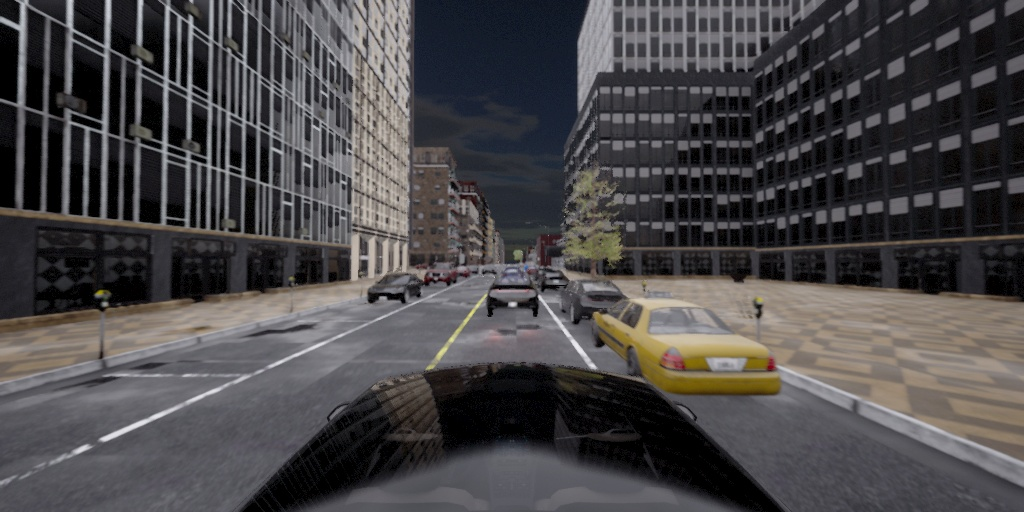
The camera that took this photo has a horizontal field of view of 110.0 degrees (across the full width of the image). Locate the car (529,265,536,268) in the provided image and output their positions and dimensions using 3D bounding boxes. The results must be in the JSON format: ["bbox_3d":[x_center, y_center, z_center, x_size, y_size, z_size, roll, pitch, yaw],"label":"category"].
[{"bbox_3d":[2.648,1.677,29.351,1.948,1.339,4.313,0,0,0],"label":"car"}]

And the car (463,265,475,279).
[{"bbox_3d":[-5.705,1.810,40.752,1.888,1.381,4.507,0,0,0],"label":"car"}]

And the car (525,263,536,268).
[{"bbox_3d":[2.641,1.925,46.417,1.802,1.307,4.207,0,0,0],"label":"car"}]

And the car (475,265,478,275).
[{"bbox_3d":[-5.709,1.987,52.128,1.948,1.339,4.313,0,0,0],"label":"car"}]

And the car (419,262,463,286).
[{"bbox_3d":[-5.700,1.425,29.374,2.192,1.841,5.009,0,0,0],"label":"car"}]

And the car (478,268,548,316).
[{"bbox_3d":[0.041,1.402,14.144,2.128,1.511,4.902,0,-1,0],"label":"car"}]

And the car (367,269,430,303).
[{"bbox_3d":[-5.696,1.526,17.997,1.948,1.339,4.313,0,0,0],"label":"car"}]

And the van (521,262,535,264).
[{"bbox_3d":[2.638,1.762,52.105,1.690,1.789,3.998,0,0,0],"label":"van"}]

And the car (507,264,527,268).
[{"bbox_3d":[0.041,1.642,29.785,1.812,1.442,4.674,0,-1,0],"label":"car"}]

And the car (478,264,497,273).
[{"bbox_3d":[-3.109,1.883,48.913,1.837,1.490,4.892,0,-1,0],"label":"car"}]

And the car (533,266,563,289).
[{"bbox_3d":[2.650,1.601,23.662,1.948,1.339,4.313,0,0,0],"label":"car"}]

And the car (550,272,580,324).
[{"bbox_3d":[2.656,1.437,12.286,2.007,1.370,4.403,0,0,0],"label":"car"}]

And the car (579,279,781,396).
[{"bbox_3d":[2.662,1.338,6.767,1.751,1.417,4.829,0,0,0],"label":"car"}]
